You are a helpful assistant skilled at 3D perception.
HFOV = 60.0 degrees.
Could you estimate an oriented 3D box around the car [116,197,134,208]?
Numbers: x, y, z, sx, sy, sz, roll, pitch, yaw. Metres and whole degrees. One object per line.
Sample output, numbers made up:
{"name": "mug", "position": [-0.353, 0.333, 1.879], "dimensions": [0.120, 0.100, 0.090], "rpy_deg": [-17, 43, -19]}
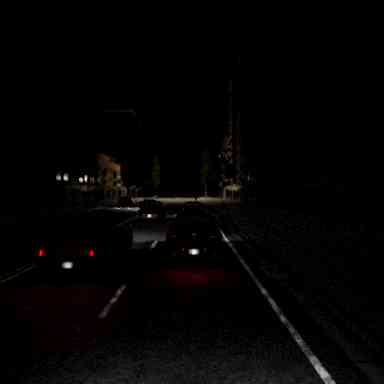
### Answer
{"name": "car", "position": [-9.822, 1.469, 48.828], "dimensions": [1.837, 1.490, 4.892], "rpy_deg": [0, 0, 0]}

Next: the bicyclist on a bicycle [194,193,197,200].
{"name": "bicyclist on a bicycle", "position": [0.908, 1.259, 88.501], "dimensions": [0.659, 1.776, 1.843], "rpy_deg": [0, 0, 0]}

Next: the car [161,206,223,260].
{"name": "car", "position": [0.074, 1.500, 12.308], "dimensions": [1.837, 1.490, 4.892], "rpy_deg": [0, 1, 0]}

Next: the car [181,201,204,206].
{"name": "car", "position": [0.082, 1.508, 28.421], "dimensions": [1.812, 1.442, 4.674], "rpy_deg": [0, 0, 0]}

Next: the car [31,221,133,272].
{"name": "car", "position": [-3.186, 1.595, 10.778], "dimensions": [1.895, 1.301, 4.718], "rpy_deg": [0, 0, 0]}

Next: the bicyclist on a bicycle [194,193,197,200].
{"name": "bicyclist on a bicycle", "position": [0.903, 1.349, 79.504], "dimensions": [0.866, 1.612, 1.509], "rpy_deg": [0, 0, 0]}

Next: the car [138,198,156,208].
{"name": "car", "position": [-6.574, 1.565, 49.039], "dimensions": [1.895, 1.301, 4.718], "rpy_deg": [0, 0, 0]}

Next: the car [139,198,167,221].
{"name": "car", "position": [-3.173, 1.490, 27.281], "dimensions": [1.837, 1.490, 4.892], "rpy_deg": [0, 1, 0]}
